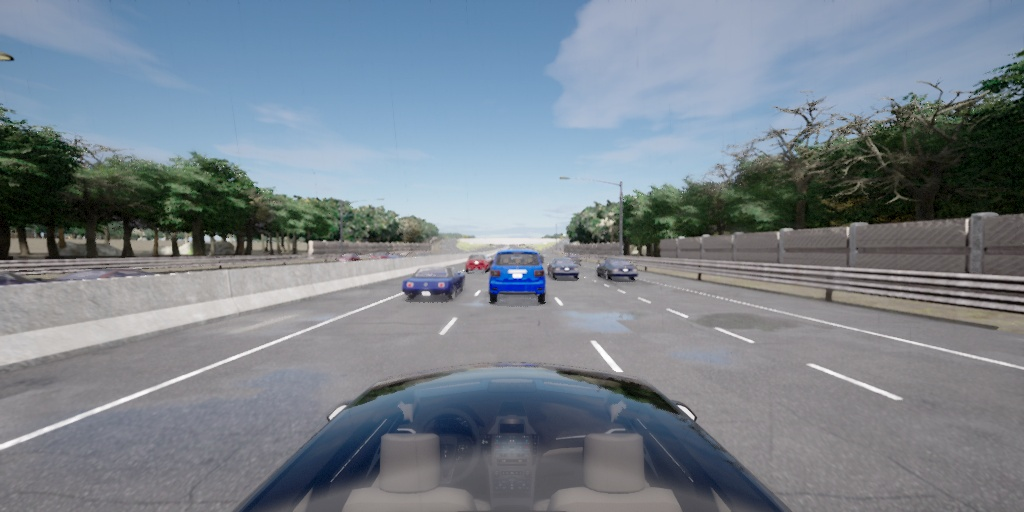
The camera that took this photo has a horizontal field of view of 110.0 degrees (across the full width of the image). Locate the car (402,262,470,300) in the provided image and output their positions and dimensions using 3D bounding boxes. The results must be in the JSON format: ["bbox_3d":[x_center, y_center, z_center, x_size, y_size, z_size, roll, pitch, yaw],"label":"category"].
[{"bbox_3d":[-3.276,1.118,16.014,1.895,1.301,4.718,0,1,1],"label":"car"}]

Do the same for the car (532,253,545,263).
[{"bbox_3d":[4.231,0.339,58.110,1.837,1.490,4.892,0,1,1],"label":"car"}]

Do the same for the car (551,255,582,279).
[{"bbox_3d":[3.742,0.900,26.667,2.033,1.411,5.357,0,1,1],"label":"car"}]

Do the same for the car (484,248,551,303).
[{"bbox_3d":[0.217,0.751,15.350,2.150,2.045,5.566,0,1,1],"label":"car"}]

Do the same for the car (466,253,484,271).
[{"bbox_3d":[-3.066,0.589,33.490,2.097,1.767,4.553,0,1,1],"label":"car"}]

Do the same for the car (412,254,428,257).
[{"bbox_3d":[-13.444,0.414,52.689,1.837,1.490,4.892,0,1,1],"label":"car"}]

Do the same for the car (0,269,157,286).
[{"bbox_3d":[-14.012,1.134,12.253,1.994,1.385,4.181,0,1,1],"label":"car"}]

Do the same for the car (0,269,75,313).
[{"bbox_3d":[-17.523,1.184,11.236,1.895,1.301,4.718,0,1,1],"label":"car"}]

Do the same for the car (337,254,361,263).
[{"bbox_3d":[-23.934,0.428,52.766,1.812,1.442,4.674,0,1,1],"label":"car"}]

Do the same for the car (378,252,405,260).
[{"bbox_3d":[-16.959,0.469,51.866,2.033,1.411,5.357,0,1,1],"label":"car"}]

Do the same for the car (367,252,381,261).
[{"bbox_3d":[-20.393,0.219,55.035,2.097,1.767,4.553,0,1,1],"label":"car"}]

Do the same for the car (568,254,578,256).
[{"bbox_3d":[7.615,0.535,45.514,2.128,1.511,4.902,0,1,1],"label":"car"}]

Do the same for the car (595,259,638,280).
[{"bbox_3d":[7.329,0.920,25.533,2.033,1.411,5.357,0,1,1],"label":"car"}]
